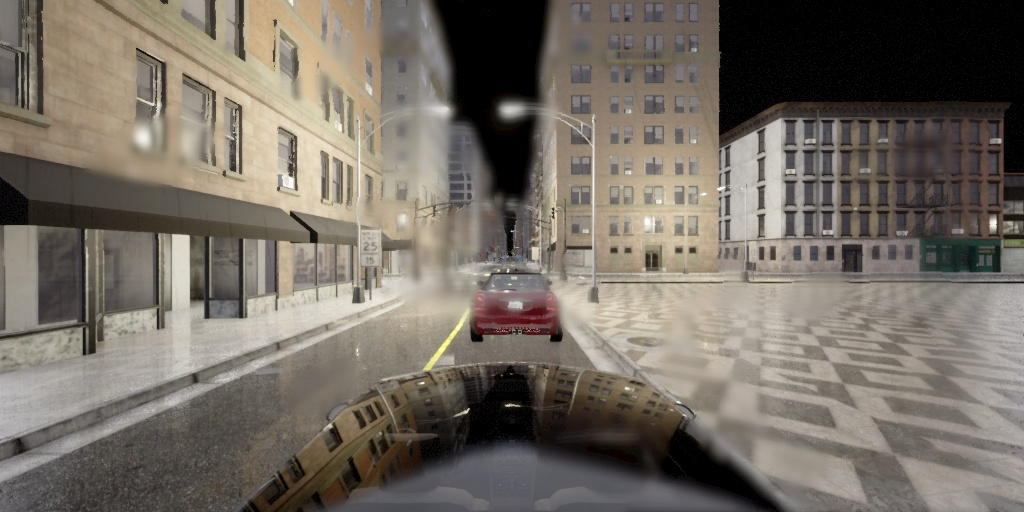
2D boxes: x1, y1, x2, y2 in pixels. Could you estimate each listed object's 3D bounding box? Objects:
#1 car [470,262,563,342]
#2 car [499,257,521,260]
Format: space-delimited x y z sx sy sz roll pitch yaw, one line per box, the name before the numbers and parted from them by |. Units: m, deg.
car | 0.106 1.101 9.932 2.097 1.767 4.553 0 0 0
car | 0.057 1.100 19.748 2.097 1.767 4.553 0 0 -1
